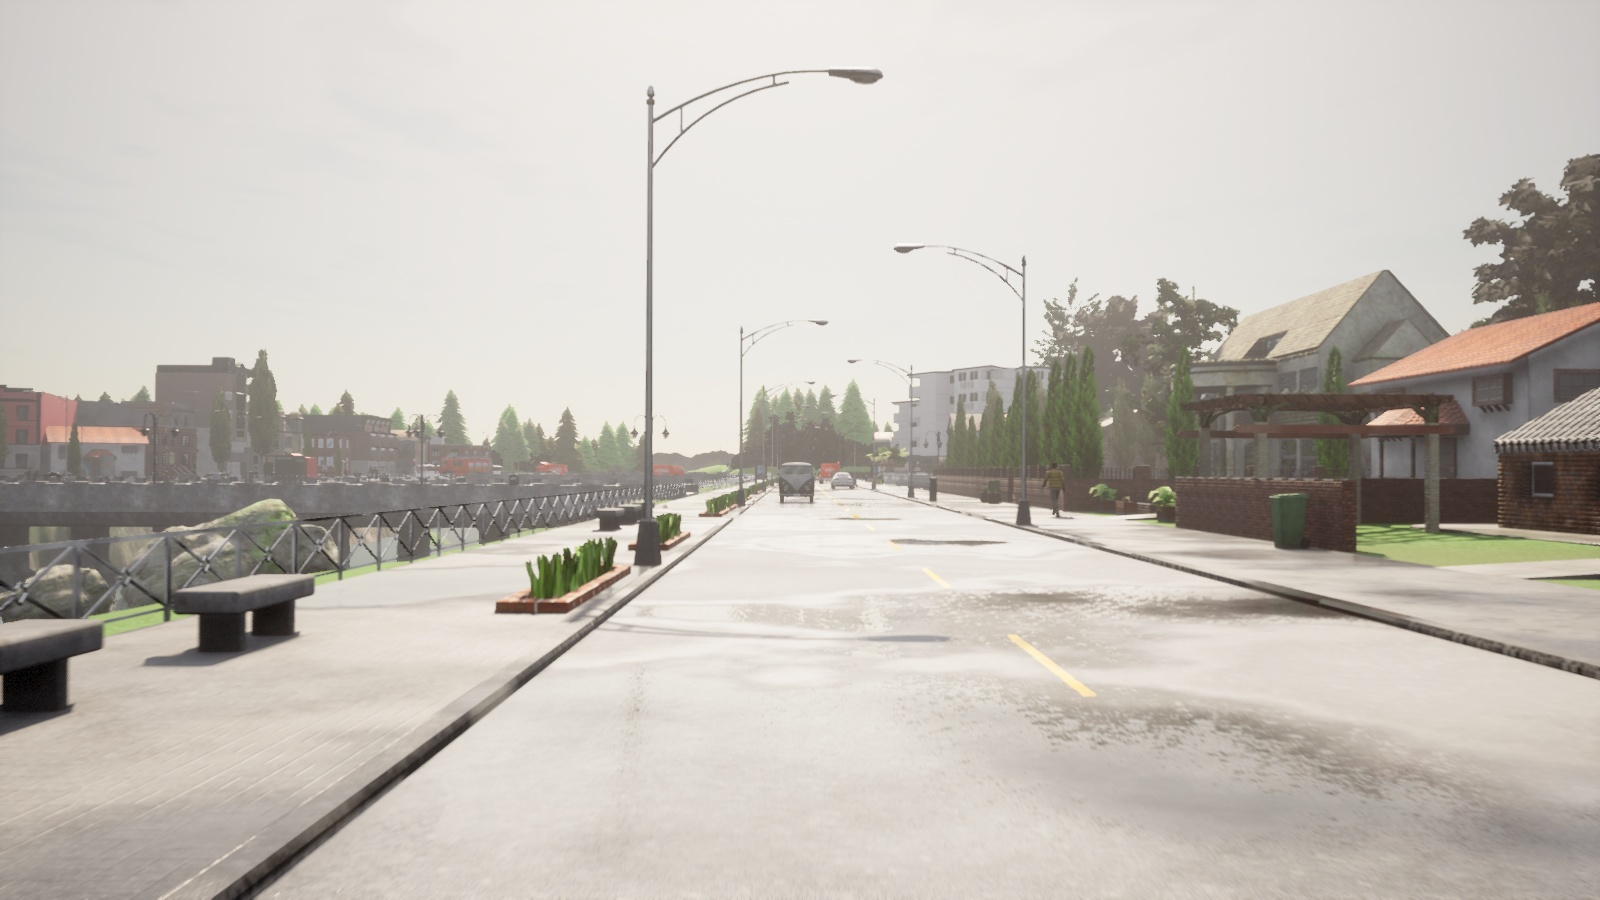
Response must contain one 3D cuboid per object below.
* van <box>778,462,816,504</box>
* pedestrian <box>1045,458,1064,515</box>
[{"bbox_3d":[-0.147,1.609,62.176,1.775,1.987,4.442,0,-1,0],"label":"van"},{"bbox_3d":[8.269,1.174,40.788,0.431,1.840,0.709,0,-1,-2],"label":"pedestrian"}]
